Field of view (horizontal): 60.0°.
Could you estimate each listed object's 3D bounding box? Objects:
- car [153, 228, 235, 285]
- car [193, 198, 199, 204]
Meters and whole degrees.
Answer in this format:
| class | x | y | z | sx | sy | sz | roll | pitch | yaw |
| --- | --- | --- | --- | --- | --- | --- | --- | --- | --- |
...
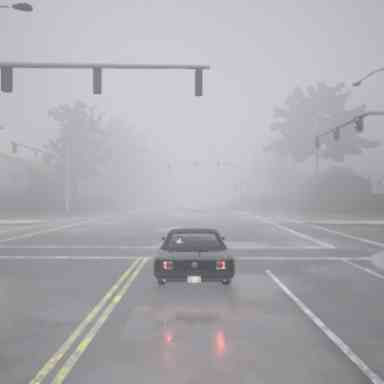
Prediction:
| class | x | y | z | sx | sy | sz | roll | pitch | yaw |
| --- | --- | --- | --- | --- | --- | --- | --- | --- | --- |
| car | 0.039 | 1.709 | 9.739 | 1.895 | 1.301 | 4.718 | 0 | -1 | 0 |
| car | 1.196 | 2.563 | 95.333 | 1.812 | 1.442 | 4.674 | 0 | 0 | 0 |
